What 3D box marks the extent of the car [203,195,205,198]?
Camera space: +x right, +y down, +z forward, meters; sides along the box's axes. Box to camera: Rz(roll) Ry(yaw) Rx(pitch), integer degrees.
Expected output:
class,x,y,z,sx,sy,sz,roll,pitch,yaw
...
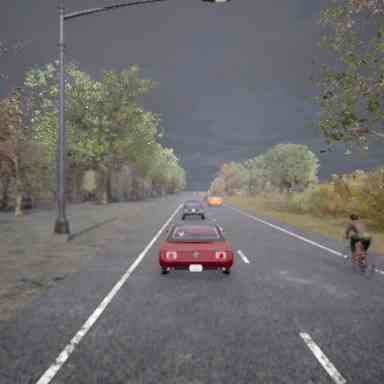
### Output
class,x,y,z,sx,sy,sz,roll,pitch,yaw
car,3.526,1.166,73.128,2.097,1.767,4.553,0,0,0

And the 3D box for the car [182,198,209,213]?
class,x,y,z,sx,sy,sz,roll,pitch,yaw
car,0.109,1.472,28.451,2.033,1.411,5.357,0,0,0

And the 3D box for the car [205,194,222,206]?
class,x,y,z,sx,sy,sz,roll,pitch,yaw
car,3.617,1.213,53.049,2.097,1.767,4.553,0,0,0

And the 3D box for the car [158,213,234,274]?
class,x,y,z,sx,sy,sz,roll,pitch,yaw
car,0.102,1.573,10.374,1.895,1.301,4.718,0,0,0

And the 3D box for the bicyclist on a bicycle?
class,x,y,z,sx,sy,sz,roll,pitch,yaw
bicyclist on a bicycle,4.470,1.429,9.006,0.582,1.620,1.656,0,0,0
